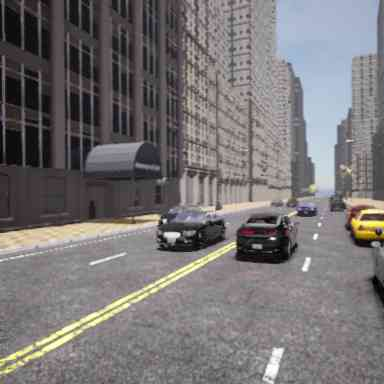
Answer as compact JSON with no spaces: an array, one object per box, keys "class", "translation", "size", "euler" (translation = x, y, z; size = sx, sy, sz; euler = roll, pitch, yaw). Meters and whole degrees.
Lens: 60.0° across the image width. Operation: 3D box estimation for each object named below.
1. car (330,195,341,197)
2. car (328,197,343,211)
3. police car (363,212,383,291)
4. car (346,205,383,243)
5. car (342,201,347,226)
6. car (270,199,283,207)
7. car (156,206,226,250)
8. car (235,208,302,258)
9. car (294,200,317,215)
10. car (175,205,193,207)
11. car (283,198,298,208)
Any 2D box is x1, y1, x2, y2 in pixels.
[{"class":"car","translation":[24.239,1.522,56.089],"size":[2.150,2.045,5.566],"euler":[0,-1,22]},{"class":"car","translation":[18.812,1.719,42.890],"size":[1.837,1.490,4.892],"euler":[0,-1,23]},{"class":"police car","translation":[4.838,1.443,6.692],"size":[1.930,1.638,5.238],"euler":[0,0,22]},{"class":"car","translation":[8.695,1.519,16.006],"size":[1.801,1.575,5.366],"euler":[0,0,22]},{"class":"car","translation":[10.918,1.568,21.373],"size":[1.882,1.535,5.008],"euler":[0,0,22]},{"class":"car","translation":[15.631,1.932,60.903],"size":[2.033,1.411,5.357],"euler":[0,-1,23]},{"class":"car","translation":[0.124,1.595,15.106],"size":[2.128,1.511,4.902],"euler":[0,0,22]},{"class":"car","translation":[3.089,1.577,13.246],"size":[1.837,1.490,4.892],"euler":[0,-1,22]},{"class":"car","translation":[12.467,1.791,35.894],"size":[1.895,1.301,4.718],"euler":[0,-1,22]},{"class":"car","translation":[-0.520,1.649,22.045],"size":[2.128,1.511,4.902],"euler":[0,0,22]},{"class":"car","translation":[16.683,1.833,55.043],"size":[1.837,1.490,4.892],"euler":[-1,-1,23]}]
